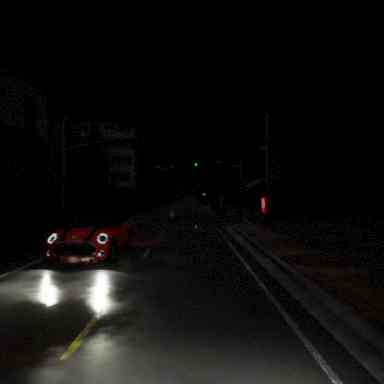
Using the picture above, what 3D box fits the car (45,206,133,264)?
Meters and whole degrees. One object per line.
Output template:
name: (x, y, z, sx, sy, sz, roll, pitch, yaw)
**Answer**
car: (-3.569, 1.467, 12.271, 2.097, 1.767, 4.553, 0, 0, 0)
